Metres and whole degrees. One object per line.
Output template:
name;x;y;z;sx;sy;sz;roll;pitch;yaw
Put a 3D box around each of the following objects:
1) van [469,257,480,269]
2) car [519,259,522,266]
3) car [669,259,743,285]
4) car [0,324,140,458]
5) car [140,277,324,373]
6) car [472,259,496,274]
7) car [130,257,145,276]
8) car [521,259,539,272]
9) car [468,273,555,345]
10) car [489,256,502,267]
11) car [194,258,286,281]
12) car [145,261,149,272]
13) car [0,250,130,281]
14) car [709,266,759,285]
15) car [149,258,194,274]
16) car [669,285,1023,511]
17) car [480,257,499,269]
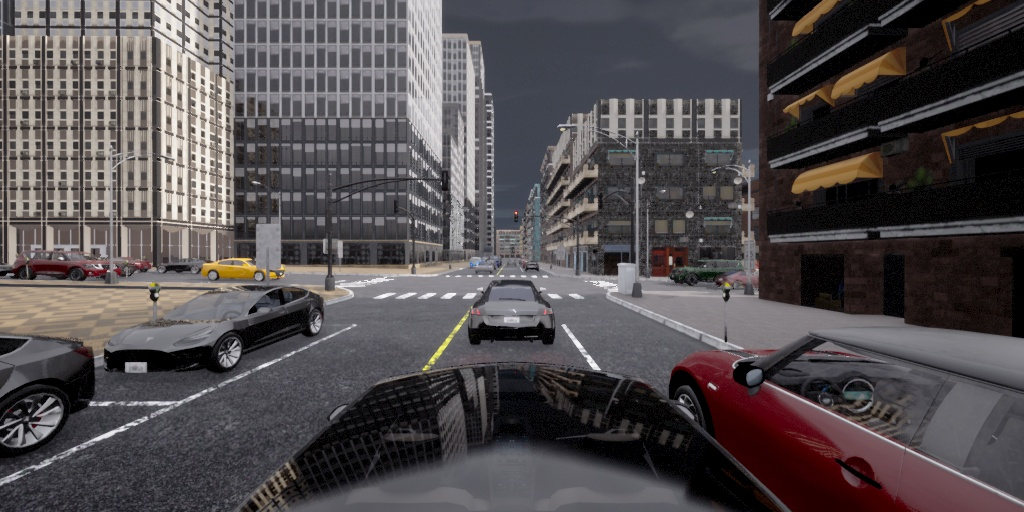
van;-5.812;1.097;57.221;1.690;1.789;3.998;0;0;0
car;2.568;1.302;57.241;1.888;1.381;4.507;0;0;0
car;15.524;1.290;28.499;5.566;2.045;2.150;1;0;-1
car;-5.688;1.316;2.364;1.948;1.339;4.313;0;0;0
car;-5.699;1.315;7.610;1.948;1.339;4.313;0;0;0
car;-3.187;1.354;41.855;1.895;1.301;4.718;0;0;0
car;-28.868;0.747;24.699;4.892;1.490;1.837;1;0;-1
car;2.592;1.320;47.274;1.948;1.339;4.313;0;0;0
car;-0.013;1.314;9.540;1.994;1.385;4.181;0;0;0
car;-3.205;0.980;62.318;2.150;2.045;5.566;0;0;0
car;-18.515;0.913;24.840;5.008;1.535;1.882;1;0;-1
car;-33.169;0.727;30.434;4.207;1.307;1.802;0;0;-1
car;-27.428;0.591;22.129;5.009;1.841;2.192;0;0;-1
car;16.726;1.664;25.316;4.181;1.385;1.994;1;0;-1
car;-27.550;0.816;30.510;4.313;1.339;1.948;0;0;-1
car;2.693;1.190;2.384;1.967;1.591;4.097;0;0;0
car;-3.205;1.260;51.845;1.837;1.490;4.892;0;0;0
